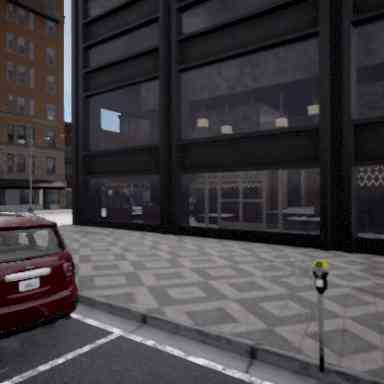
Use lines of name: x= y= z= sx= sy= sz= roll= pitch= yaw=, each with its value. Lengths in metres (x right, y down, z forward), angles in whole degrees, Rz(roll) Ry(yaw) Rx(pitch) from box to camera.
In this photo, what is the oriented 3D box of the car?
car: x=-4.075 y=1.289 z=5.757 sx=5.009 sy=1.841 sz=2.192 roll=0 pitch=0 yaw=35
